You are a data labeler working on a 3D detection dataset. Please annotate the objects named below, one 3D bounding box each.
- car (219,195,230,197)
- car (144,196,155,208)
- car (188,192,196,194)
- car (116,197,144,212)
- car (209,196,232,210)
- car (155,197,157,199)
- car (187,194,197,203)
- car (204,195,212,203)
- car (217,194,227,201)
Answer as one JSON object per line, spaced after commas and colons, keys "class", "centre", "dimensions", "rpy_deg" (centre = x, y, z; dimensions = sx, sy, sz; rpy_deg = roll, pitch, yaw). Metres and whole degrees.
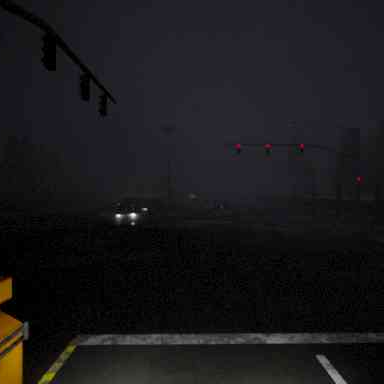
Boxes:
{"class": "car", "centre": [7.039, 1.448, 68.085], "dimensions": [1.882, 1.535, 5.008], "rpy_deg": [0, 0, 0]}
{"class": "car", "centre": [-7.059, 1.527, 48.141], "dimensions": [2.033, 1.411, 5.357], "rpy_deg": [0, 0, 0]}
{"class": "car", "centre": [0.045, 1.023, 78.539], "dimensions": [2.150, 2.045, 5.566], "rpy_deg": [0, 0, 0]}
{"class": "car", "centre": [-7.068, 1.336, 37.534], "dimensions": [2.097, 1.767, 4.553], "rpy_deg": [0, 0, 0]}
{"class": "car", "centre": [3.624, 1.582, 43.087], "dimensions": [1.895, 1.301, 4.718], "rpy_deg": [0, 0, 0]}
{"class": "car", "centre": [-7.033, 1.500, 58.289], "dimensions": [1.812, 1.442, 4.674], "rpy_deg": [0, 0, 0]}
{"class": "car", "centre": [0.039, 1.571, 68.535], "dimensions": [1.895, 1.301, 4.718], "rpy_deg": [0, 0, 0]}
{"class": "car", "centre": [3.551, 1.447, 69.995], "dimensions": [1.882, 1.535, 5.008], "rpy_deg": [0, 0, 0]}
{"class": "car", "centre": [7.045, 1.323, 78.505], "dimensions": [1.812, 1.442, 4.674], "rpy_deg": [0, 0, 0]}
